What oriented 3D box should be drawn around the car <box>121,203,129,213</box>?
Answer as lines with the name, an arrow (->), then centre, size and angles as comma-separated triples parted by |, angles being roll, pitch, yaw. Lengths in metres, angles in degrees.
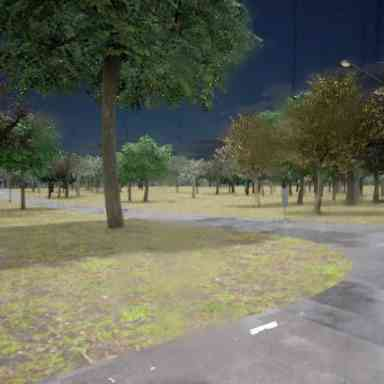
car -> -10.609, 2.226, 47.051 | 2.128, 1.511, 4.902 | 0, 0, -35
